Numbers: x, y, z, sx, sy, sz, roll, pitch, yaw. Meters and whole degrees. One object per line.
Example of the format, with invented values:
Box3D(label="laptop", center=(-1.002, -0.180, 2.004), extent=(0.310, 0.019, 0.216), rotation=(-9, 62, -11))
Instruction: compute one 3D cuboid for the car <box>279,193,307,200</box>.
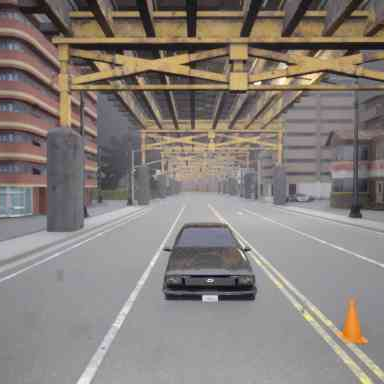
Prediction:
Box3D(label="car", center=(17.878, 0.802, 58.946), extent=(4.536, 1.218, 1.853), rotation=(0, 1, 25))

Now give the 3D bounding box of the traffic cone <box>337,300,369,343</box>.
Box3D(label="traffic cone", center=(2.455, 1.949, 5.097), extent=(0.340, 0.580, 0.340), rotation=(0, 0, 0))

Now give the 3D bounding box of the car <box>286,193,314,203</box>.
Box3D(label="car", center=(17.481, 1.006, 54.813), extent=(4.974, 1.542, 2.038), rotation=(0, 1, -20))

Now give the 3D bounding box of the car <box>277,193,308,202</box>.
Box3D(label="car", center=(17.830, 0.959, 58.970), extent=(4.974, 1.542, 2.038), rotation=(0, 1, 25))

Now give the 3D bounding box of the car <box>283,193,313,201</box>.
Box3D(label="car", center=(17.530, 0.849, 54.829), extent=(4.536, 1.218, 1.853), rotation=(0, 1, -20))

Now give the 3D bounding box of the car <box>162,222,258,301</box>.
Box3D(label="car", center=(0.364, 1.533, 8.705), extent=(2.033, 1.411, 5.357), rotation=(0, 0, 1))
